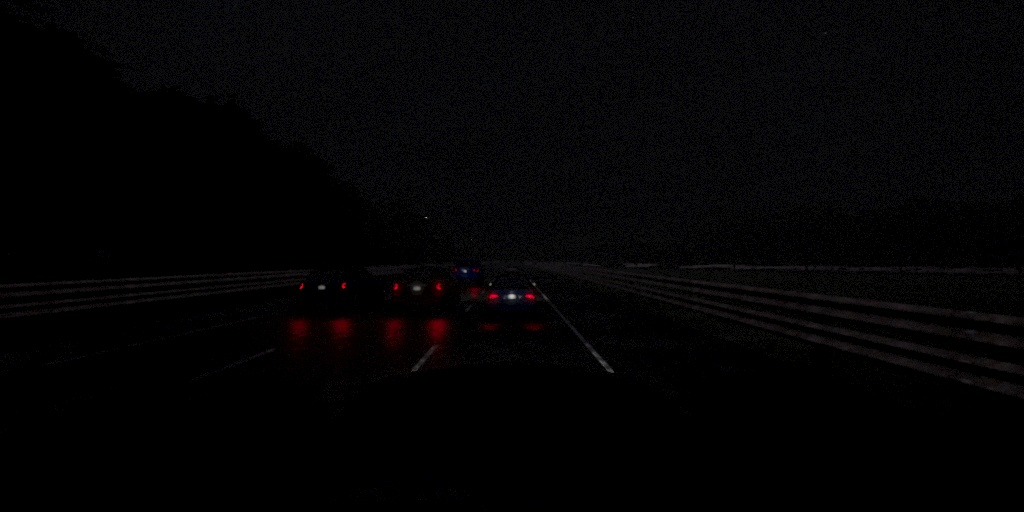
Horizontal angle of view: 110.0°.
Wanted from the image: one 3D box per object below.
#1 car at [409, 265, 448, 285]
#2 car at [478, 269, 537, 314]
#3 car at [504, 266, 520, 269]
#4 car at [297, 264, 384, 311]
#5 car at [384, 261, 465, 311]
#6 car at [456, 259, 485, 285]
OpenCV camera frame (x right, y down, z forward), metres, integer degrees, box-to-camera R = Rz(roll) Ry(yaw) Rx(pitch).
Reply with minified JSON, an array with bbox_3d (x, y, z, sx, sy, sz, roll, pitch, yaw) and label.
[{"bbox_3d":[-6.977,1.534,30.375,2.128,1.511,4.902,0,0,0],"label":"car"},{"bbox_3d":[0.014,1.423,14.389,2.033,1.411,5.357,0,-1,0],"label":"car"},{"bbox_3d":[0.027,1.571,30.763,1.812,1.442,4.674,0,0,0],"label":"car"},{"bbox_3d":[-6.979,1.224,15.305,2.097,1.767,4.553,0,-1,0],"label":"car"},{"bbox_3d":[-3.478,1.237,15.300,2.097,1.767,4.553,0,-1,0],"label":"car"},{"bbox_3d":[-3.485,1.257,29.458,2.150,2.045,5.566,0,0,0],"label":"car"}]
